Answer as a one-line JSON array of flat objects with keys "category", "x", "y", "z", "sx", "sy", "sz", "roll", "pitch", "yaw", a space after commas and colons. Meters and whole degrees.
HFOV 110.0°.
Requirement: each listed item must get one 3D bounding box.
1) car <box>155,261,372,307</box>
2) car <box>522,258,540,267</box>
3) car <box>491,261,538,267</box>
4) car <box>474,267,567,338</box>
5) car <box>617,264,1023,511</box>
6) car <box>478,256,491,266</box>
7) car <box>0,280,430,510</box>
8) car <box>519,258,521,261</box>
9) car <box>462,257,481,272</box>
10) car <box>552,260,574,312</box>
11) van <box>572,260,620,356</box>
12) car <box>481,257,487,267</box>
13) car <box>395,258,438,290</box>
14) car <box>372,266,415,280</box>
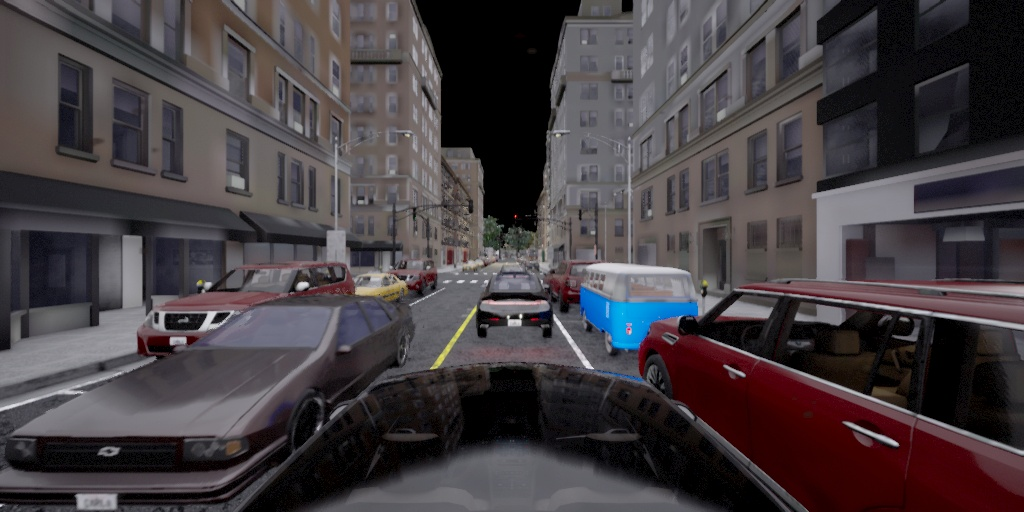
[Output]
[{"category": "car", "x": -5.397, "y": 1.058, "z": 8.311, "sx": 2.192, "sy": 1.841, "sz": 5.009, "roll": 0, "pitch": 0, "yaw": 0}, {"category": "car", "x": 2.651, "y": 1.255, "z": 46.672, "sx": 2.007, "sy": 1.370, "sz": 4.403, "roll": 0, "pitch": 0, "yaw": 0}, {"category": "car", "x": 0.074, "y": 1.223, "z": 20.229, "sx": 2.128, "sy": 1.511, "sz": 4.902, "roll": 0, "pitch": 0, "yaw": -1}, {"category": "car", "x": 0.075, "y": 1.233, "z": 10.178, "sx": 2.128, "sy": 1.511, "sz": 4.902, "roll": 0, "pitch": 0, "yaw": 0}, {"category": "car", "x": 2.638, "y": 1.064, "z": 2.627, "sx": 2.192, "sy": 1.841, "sz": 5.009, "roll": 0, "pitch": 0, "yaw": 0}, {"category": "car", "x": -5.392, "y": 1.005, "z": 63.120, "sx": 2.192, "sy": 1.841, "sz": 5.009, "roll": 0, "pitch": 0, "yaw": 0}, {"category": "car", "x": -2.848, "y": 1.294, "z": 5.121, "sx": 2.033, "sy": 1.411, "sz": 5.357, "roll": 0, "pitch": 0, "yaw": 0}, {"category": "car", "x": 2.654, "y": 1.246, "z": 57.636, "sx": 2.007, "sy": 1.370, "sz": 4.403, "roll": 0, "pitch": 0, "yaw": 0}, {"category": "car", "x": -5.403, "y": 1.230, "z": 46.504, "sx": 1.751, "sy": 1.417, "sz": 4.829, "roll": 0, "pitch": 0, "yaw": 0}, {"category": "car", "x": 2.641, "y": 1.053, "z": 13.985, "sx": 2.192, "sy": 1.841, "sz": 5.009, "roll": 0, "pitch": 0, "yaw": 0}, {"category": "van", "x": 2.639, "y": 1.084, "z": 8.306, "sx": 1.690, "sy": 1.789, "sz": 3.998, "roll": 0, "pitch": 0, "yaw": 0}, {"category": "car", "x": -5.395, "y": 1.220, "z": 57.468, "sx": 1.751, "sy": 1.417, "sz": 4.829, "roll": 0, "pitch": 0, "yaw": 0}, {"category": "car", "x": -5.396, "y": 1.047, "z": 19.667, "sx": 2.192, "sy": 1.841, "sz": 5.009, "roll": 0, "pitch": 0, "yaw": 0}, {"category": "car", "x": -5.397, "y": 1.263, "z": 13.818, "sx": 1.751, "sy": 1.417, "sz": 4.829, "roll": 0, "pitch": 0, "yaw": 0}]
